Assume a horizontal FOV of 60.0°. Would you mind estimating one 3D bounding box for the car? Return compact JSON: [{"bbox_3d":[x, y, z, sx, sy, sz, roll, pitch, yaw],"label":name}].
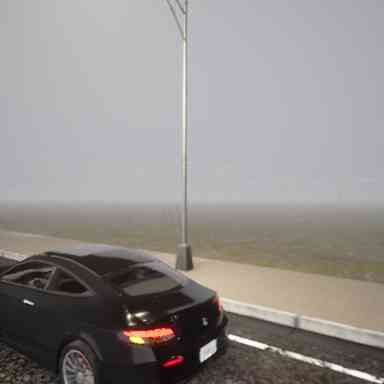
[{"bbox_3d":[-1.697,1.514,4.897,4.674,1.442,1.812,0,0,36],"label":"car"}]
